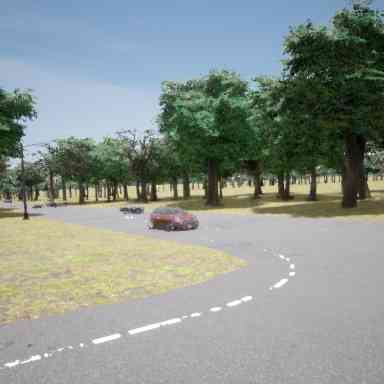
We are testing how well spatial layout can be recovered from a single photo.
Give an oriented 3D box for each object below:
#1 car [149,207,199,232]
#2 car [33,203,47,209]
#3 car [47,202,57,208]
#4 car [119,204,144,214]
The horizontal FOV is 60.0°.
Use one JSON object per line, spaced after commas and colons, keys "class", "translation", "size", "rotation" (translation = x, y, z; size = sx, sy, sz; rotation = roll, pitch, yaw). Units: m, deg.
{"class": "car", "translation": [-1.478, 1.959, 25.580], "size": [2.097, 1.767, 4.553], "rotation": [-4, 1, -36]}
{"class": "car", "translation": [-38.466, 3.564, 83.316], "size": [1.895, 1.301, 4.718], "rotation": [-4, 1, -33]}
{"class": "car", "translation": [-37.028, 3.320, 87.399], "size": [1.837, 1.490, 4.892], "rotation": [-4, 1, -36]}
{"class": "car", "translation": [-8.762, 2.398, 47.839], "size": [1.895, 1.301, 4.718], "rotation": [-4, 1, -36]}
